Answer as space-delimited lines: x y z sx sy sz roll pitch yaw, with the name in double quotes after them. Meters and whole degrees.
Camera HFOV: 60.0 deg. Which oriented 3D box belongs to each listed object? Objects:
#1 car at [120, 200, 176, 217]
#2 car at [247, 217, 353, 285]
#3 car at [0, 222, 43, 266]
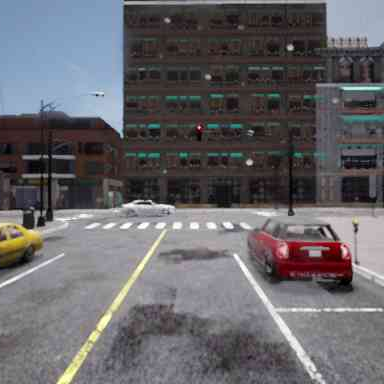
-3.729 1.391 28.279 4.674 1.442 1.812 0 -1 1 "car"
2.752 1.390 9.380 1.967 1.590 4.097 1 0 0 "car"
-5.814 1.477 9.157 1.752 1.417 4.829 1 0 0 "car"
